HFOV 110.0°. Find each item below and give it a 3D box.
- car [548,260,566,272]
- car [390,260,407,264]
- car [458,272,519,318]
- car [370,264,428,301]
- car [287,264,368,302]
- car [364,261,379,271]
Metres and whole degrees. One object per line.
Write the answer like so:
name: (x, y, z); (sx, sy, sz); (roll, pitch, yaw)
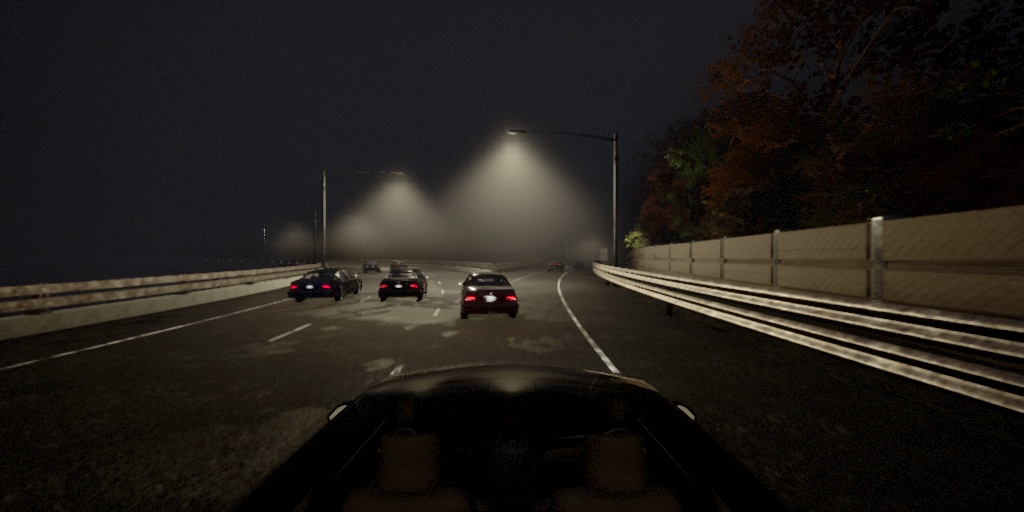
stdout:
car: (5.813, 1.240, 46.301); (2.128, 1.511, 4.902); (0, 0, 14)
car: (-14.906, 1.248, 47.074); (2.128, 1.511, 4.902); (0, 0, -26)
car: (-0.950, 1.298, 13.034); (2.033, 1.411, 5.357); (0, 0, -8)
car: (-5.129, 1.300, 17.302); (2.033, 1.411, 5.357); (0, 0, -10)
car: (-8.616, 1.301, 16.982); (2.033, 1.411, 5.357); (0, 0, -10)
car: (-17.638, 1.305, 44.859); (2.033, 1.411, 5.357); (0, 0, -26)
